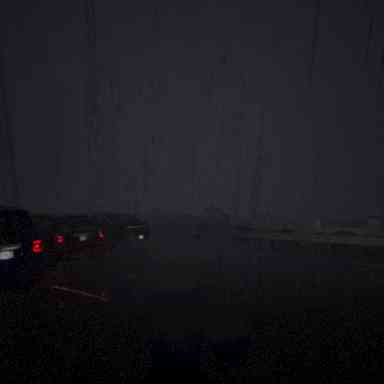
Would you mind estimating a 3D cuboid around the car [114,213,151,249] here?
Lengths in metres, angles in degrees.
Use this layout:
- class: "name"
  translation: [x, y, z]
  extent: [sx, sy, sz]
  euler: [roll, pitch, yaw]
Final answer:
- class: "car"
  translation: [-4.121, 1.713, 15.368]
  extent: [4.902, 1.511, 2.128]
  euler: [-1, -1, 35]

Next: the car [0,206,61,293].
- class: "car"
  translation: [-5.835, 1.367, 8.027]
  extent: [5.566, 2.045, 2.150]
  euler: [-1, -1, 35]

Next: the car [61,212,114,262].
- class: "car"
  translation: [-5.229, 1.539, 11.874]
  extent: [4.553, 1.767, 2.097]
  euler: [-1, -1, 35]
